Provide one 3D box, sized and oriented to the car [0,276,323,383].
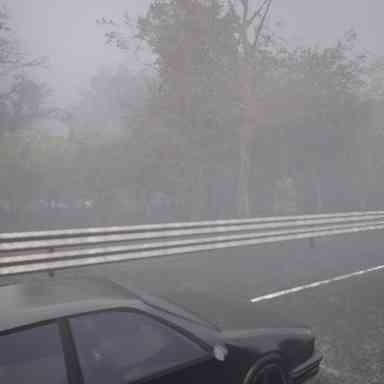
[{"bbox_3d":[-1.134,1.551,2.941,5.357,1.411,2.033,0,0,-36],"label":"car"}]
